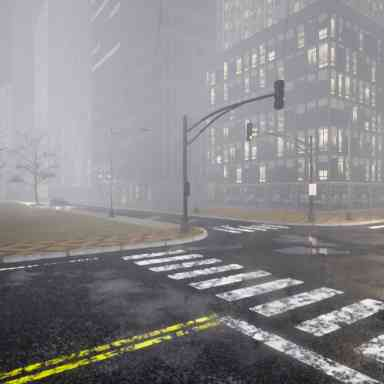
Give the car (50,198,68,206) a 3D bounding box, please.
[{"bbox_3d":[-21.724,1.606,54.213,1.895,1.301,4.718,0,0,-35],"label":"car"}]
